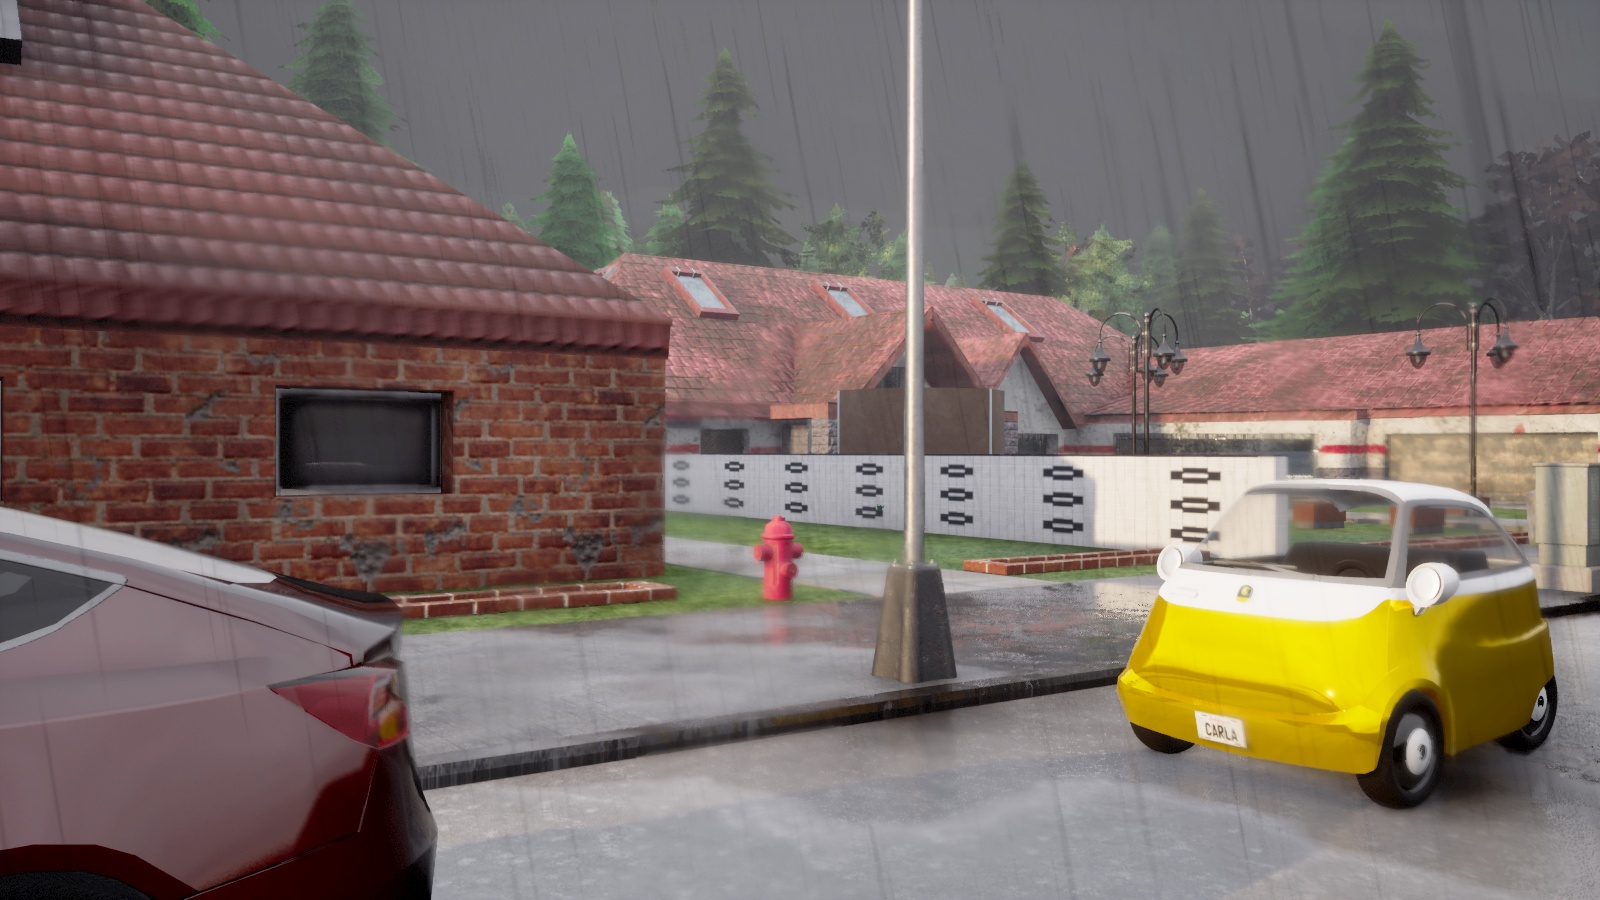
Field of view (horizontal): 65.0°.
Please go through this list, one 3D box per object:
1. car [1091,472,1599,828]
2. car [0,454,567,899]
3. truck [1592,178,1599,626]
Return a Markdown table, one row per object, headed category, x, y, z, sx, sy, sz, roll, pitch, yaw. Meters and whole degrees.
| category | x | y | z | sx | sy | sz | roll | pitch | yaw |
| --- | --- | --- | --- | --- | --- | --- | --- | --- | --- |
| car | 2.760 | 0.809 | 6.189 | 2.207 | 1.376 | 1.481 | 0 | 0 | -35 |
| car | -3.070 | 0.756 | 2.135 | 4.792 | 1.488 | 2.163 | 0 | 0 | -35 |
| truck | 11.095 | -0.414 | 11.998 | 8.468 | 3.827 | 2.891 | 0 | 0 | -35 |
